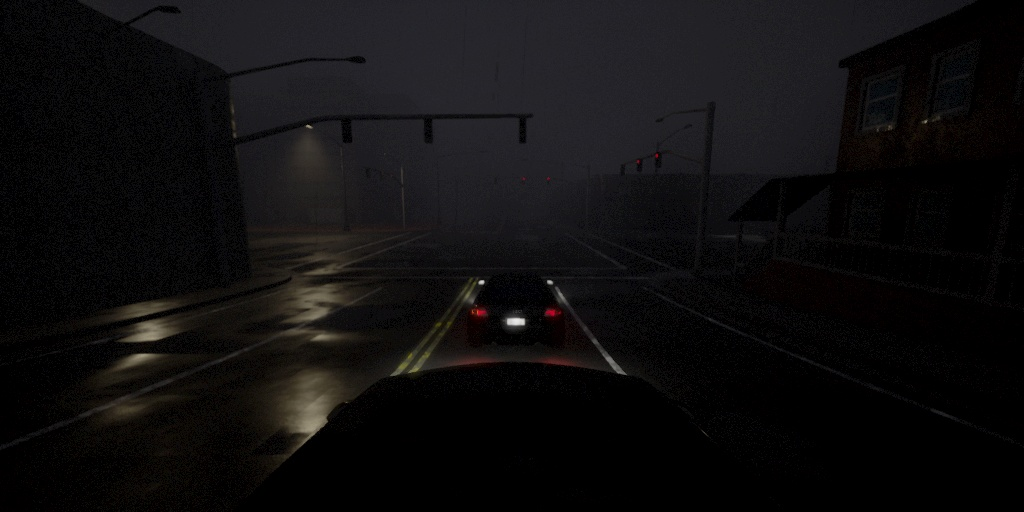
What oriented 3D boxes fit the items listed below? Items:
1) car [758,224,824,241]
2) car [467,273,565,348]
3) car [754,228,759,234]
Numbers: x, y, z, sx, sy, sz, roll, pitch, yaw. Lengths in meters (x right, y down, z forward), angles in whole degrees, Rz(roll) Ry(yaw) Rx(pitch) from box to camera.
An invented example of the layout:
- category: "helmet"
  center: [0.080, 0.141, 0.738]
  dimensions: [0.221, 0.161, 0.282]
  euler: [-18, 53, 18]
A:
- category: "car"
  center: [26.645, -2.262, 33.829]
  dimensions: [4.892, 1.490, 1.837]
  euler: [0, 8, 0]
- category: "car"
  center: [0.092, 1.081, 8.706]
  dimensions: [1.994, 1.385, 4.181]
  euler: [0, 3, 0]
- category: "car"
  center: [28.030, -2.680, 37.296]
  dimensions: [4.718, 1.301, 1.895]
  euler: [0, 8, 0]
